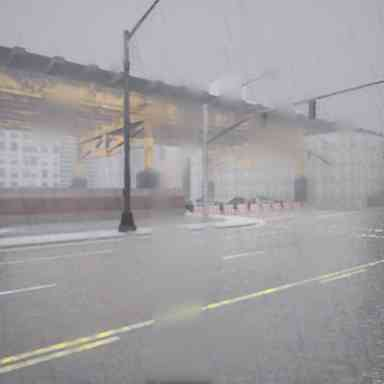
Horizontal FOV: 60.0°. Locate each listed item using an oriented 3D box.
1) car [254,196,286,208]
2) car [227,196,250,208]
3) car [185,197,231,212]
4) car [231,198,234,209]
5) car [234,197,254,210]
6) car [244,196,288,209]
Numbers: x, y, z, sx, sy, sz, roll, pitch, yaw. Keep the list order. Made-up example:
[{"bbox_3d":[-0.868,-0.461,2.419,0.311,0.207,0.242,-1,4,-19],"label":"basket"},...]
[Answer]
[{"bbox_3d":[9.237,1.113,41.806,4.536,1.218,1.853,0,0,-7],"label":"car"},{"bbox_3d":[5.397,1.143,38.100,1.853,1.218,4.536,0,0,18],"label":"car"},{"bbox_3d":[1.587,1.170,35.369,4.536,1.218,1.853,0,0,8],"label":"car"},{"bbox_3d":[1.640,1.327,35.363,4.974,1.542,2.038,0,0,8],"label":"car"},{"bbox_3d":[5.382,1.301,38.051,2.038,1.542,4.974,0,0,18],"label":"car"},{"bbox_3d":[9.290,1.270,41.813,4.974,1.542,2.038,0,0,-7],"label":"car"}]
